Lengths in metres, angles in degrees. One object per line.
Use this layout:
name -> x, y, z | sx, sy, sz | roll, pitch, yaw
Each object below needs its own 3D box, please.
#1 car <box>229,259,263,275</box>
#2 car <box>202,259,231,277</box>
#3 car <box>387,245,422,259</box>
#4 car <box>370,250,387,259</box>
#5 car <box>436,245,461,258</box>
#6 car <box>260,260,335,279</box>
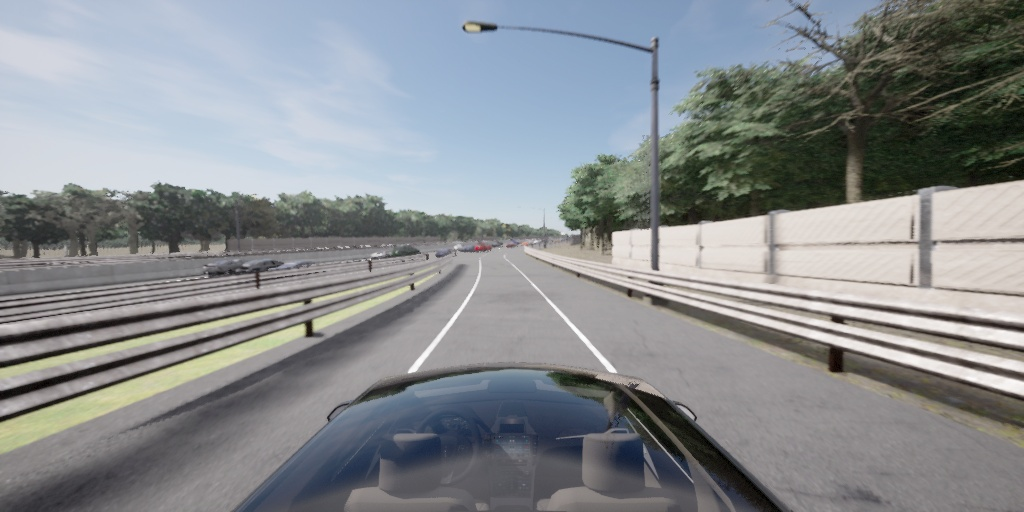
car -> -20.578, 1.045, 30.356 | 1.837, 1.490, 4.892 | 0, 3, 14
car -> -23.970, 1.022, 31.218 | 2.128, 1.511, 4.902 | 0, 3, 14
car -> -15.152, -0.524, 51.724 | 2.150, 2.045, 5.566 | 0, 3, 14
car -> -18.545, -0.155, 52.590 | 1.895, 1.301, 4.718 | 0, 3, 14
car -> -10.292, -0.498, 56.651 | 1.994, 1.385, 4.181 | 0, 3, 14
car -> -17.186, 1.113, 29.495 | 2.033, 1.411, 5.357 | 0, 3, 14
